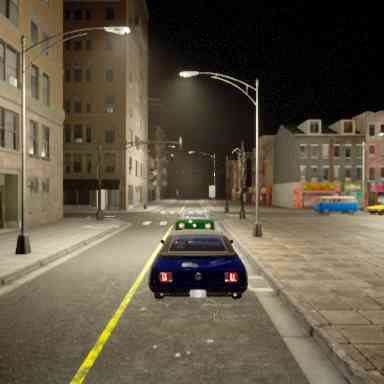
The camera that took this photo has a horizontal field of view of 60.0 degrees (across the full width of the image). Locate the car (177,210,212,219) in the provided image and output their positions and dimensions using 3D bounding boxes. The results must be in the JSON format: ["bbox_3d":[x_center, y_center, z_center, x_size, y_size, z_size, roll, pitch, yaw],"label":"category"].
[{"bbox_3d":[0.153,1.594,17.640,1.895,1.301,4.718,0,0,1],"label":"car"}]

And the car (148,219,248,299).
[{"bbox_3d":[0.123,1.598,8.386,1.895,1.301,4.718,0,0,0],"label":"car"}]

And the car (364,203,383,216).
[{"bbox_3d":[19.277,1.506,32.082,4.829,1.417,1.752,0,0,0],"label":"car"}]

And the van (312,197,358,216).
[{"bbox_3d":[13.835,1.326,32.107,3.998,1.788,1.690,0,0,0],"label":"van"}]
